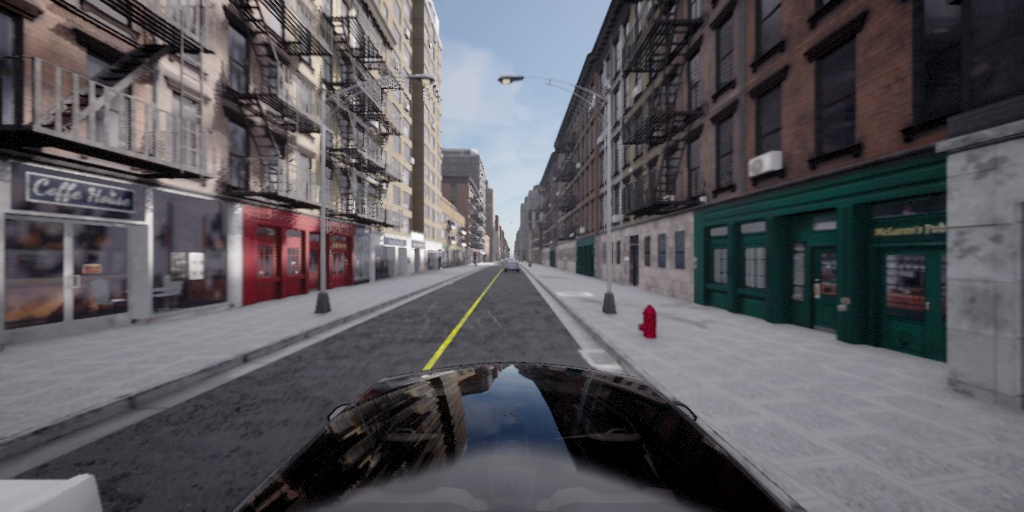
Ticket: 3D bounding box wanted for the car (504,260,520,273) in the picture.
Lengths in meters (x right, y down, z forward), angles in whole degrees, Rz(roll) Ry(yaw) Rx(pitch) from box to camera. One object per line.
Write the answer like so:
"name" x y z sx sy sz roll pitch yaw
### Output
"car" -0.008 1.345 44.542 1.994 1.385 4.181 0 0 0
